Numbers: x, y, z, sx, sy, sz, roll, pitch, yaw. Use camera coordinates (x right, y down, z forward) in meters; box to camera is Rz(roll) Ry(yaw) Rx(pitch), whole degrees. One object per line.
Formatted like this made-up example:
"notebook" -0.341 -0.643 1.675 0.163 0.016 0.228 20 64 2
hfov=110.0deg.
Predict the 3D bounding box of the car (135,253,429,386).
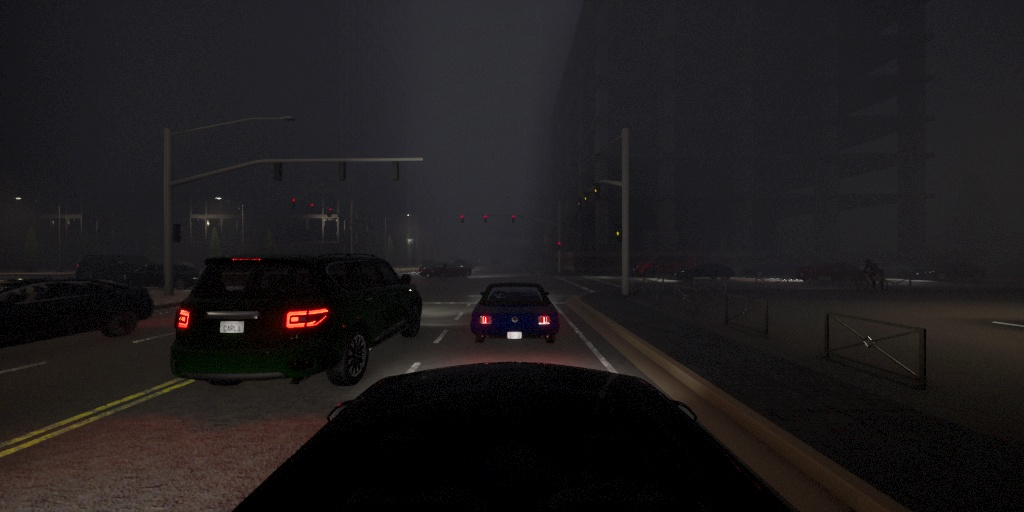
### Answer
"car" -3.443 0.971 7.117 2.150 2.045 5.566 0 0 0

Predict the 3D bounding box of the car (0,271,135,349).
"car" -10.508 1.241 7.476 2.128 1.511 4.902 0 0 1

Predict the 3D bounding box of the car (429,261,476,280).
"car" -5.709 1.322 31.573 1.895 1.301 4.718 0 0 36

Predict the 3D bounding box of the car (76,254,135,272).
"car" -26.929 0.908 25.078 5.566 2.045 2.150 1 0 1

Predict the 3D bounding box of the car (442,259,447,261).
"car" -10.634 1.241 55.236 2.128 1.511 4.902 0 0 0

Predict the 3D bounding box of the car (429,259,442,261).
"car" -10.636 1.255 45.893 1.837 1.490 4.892 0 0 0

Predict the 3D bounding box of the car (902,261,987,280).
"car" 35.587 1.199 29.335 4.892 1.490 1.837 0 0 0

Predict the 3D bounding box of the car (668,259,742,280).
"car" 15.629 1.220 29.243 4.674 1.442 1.812 0 0 0

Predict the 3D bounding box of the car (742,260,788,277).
"car" 23.639 1.172 32.796 5.008 1.535 1.882 0 0 -1

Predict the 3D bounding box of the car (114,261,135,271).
"car" -20.333 1.199 21.454 4.892 1.490 1.837 0 0 3

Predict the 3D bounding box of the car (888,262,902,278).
"car" 33.633 1.220 32.830 4.674 1.442 1.812 0 0 0

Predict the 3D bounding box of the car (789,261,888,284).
"car" 23.171 1.172 25.596 5.008 1.535 1.882 0 0 0

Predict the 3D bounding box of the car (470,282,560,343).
"car" 0.073 1.351 9.633 1.895 1.301 4.718 0 0 0

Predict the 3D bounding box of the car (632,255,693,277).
"car" 13.909 0.917 32.758 5.566 2.045 2.150 0 0 0

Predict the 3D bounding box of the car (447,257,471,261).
"car" -7.136 1.254 48.517 1.837 1.490 4.892 0 0 0

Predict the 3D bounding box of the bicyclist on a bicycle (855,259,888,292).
"bicyclist on a bicycle" 18.317 0.998 18.292 0.582 1.620 1.656 0 0 0

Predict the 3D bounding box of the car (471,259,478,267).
"car" -7.130 1.227 57.975 1.882 1.535 5.008 0 0 0
